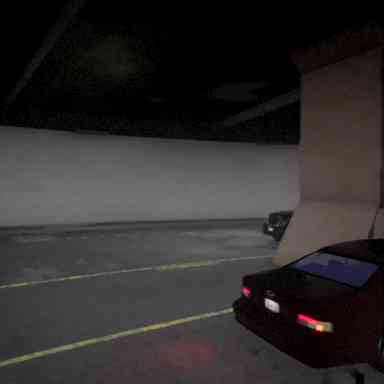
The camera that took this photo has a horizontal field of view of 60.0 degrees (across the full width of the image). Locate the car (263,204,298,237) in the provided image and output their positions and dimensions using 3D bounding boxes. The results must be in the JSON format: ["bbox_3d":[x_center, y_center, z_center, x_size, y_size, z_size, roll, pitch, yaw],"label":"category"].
[{"bbox_3d":[5.759,1.122,13.866,5.566,2.045,2.150,0,0,-16],"label":"car"}]

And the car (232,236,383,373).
[{"bbox_3d":[3.290,1.512,5.397,5.357,1.411,2.033,0,0,-26],"label":"car"}]
